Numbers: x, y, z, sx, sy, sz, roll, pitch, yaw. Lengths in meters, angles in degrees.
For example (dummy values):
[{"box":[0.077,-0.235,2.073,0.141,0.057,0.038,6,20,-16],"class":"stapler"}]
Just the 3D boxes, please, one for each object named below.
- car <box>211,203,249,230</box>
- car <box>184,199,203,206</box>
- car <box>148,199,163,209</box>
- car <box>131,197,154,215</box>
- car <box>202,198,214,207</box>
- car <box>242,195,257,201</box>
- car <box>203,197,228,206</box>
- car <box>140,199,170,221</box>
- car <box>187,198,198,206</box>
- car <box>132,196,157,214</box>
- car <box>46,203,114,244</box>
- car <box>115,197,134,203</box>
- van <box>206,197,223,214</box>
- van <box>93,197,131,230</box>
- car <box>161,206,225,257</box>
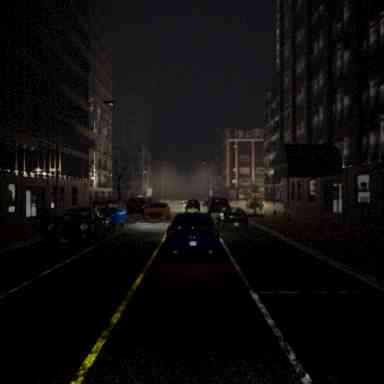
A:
[{"box":[2.563,1.624,21.426,2.008,1.369,4.403,0,0,0],"class":"car"},{"box":[0.105,1.651,42.361,1.837,1.490,4.892,0,0,-1],"class":"car"},{"box":[-5.319,1.753,49.218,1.802,1.307,4.206,0,0,0],"class":"car"},{"box":[-5.319,1.427,32.543,2.192,1.841,5.009,0,0,0],"class":"car"},{"box":[2.561,1.717,54.948,1.752,1.417,4.829,0,0,0],"class":"car"},{"box":[15.309,1.396,85.141,5.009,1.841,2.192,-1,1,-1],"class":"car"},{"box":[2.562,1.427,32.544,2.192,1.841,5.009,0,0,0],"class":"car"},{"box":[-2.810,1.573,27.992,1.882,1.535,5.008,0,-1,0],"class":"car"},{"box":[0.097,1.806,58.829,1.895,1.301,4.718,0,0,0],"class":"car"},{"box":[-5.319,1.446,38.102,2.192,1.841,5.009,0,0,0],"class":"car"},{"box":[-5.317,1.494,15.867,1.967,1.590,4.097,0,0,0],"class":"car"},{"box":[-17.118,2.062,84.734,4.313,1.339,1.947,-1,1,-1],"class":"car"},{"box":[2.562,1.473,38.102,1.690,1.788,3.998,0,0,0],"class":"van"},{"box":[-5.318,1.414,21.426,1.690,1.788,3.998,0,0,0],"class":"van"},{"box":[0.022,1.523,13.240,1.882,1.535,5.008,0,0,0],"class":"car"}]
